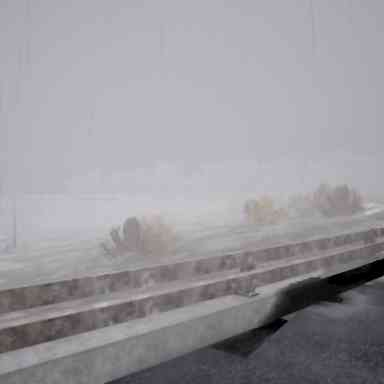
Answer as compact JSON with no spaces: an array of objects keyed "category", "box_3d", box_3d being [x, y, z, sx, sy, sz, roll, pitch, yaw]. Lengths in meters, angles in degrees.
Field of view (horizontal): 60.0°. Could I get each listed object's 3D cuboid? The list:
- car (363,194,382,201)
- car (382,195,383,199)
[{"category":"car","box_3d":[44.022,1.262,82.020,2.097,1.767,4.553,0,0,2]},{"category":"car","box_3d":[47.521,1.419,81.910,2.128,1.511,4.902,0,0,2]}]
